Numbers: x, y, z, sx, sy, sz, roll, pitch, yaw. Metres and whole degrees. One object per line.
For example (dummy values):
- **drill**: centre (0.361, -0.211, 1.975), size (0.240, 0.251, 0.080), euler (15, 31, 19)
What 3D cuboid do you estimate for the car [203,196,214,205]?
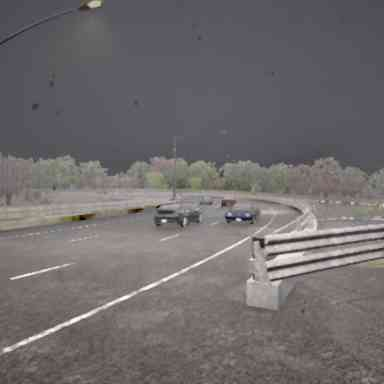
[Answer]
- **car**: centre (2.354, 1.348, 52.438), size (1.994, 1.385, 4.181), euler (0, 0, 4)

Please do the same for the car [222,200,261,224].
- **car**: centre (3.769, 1.506, 23.779), size (1.895, 1.301, 4.718), euler (0, 0, 19)

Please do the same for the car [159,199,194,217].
- **car**: centre (-1.344, 1.393, 31.016), size (1.812, 1.442, 4.674), euler (0, 0, 16)

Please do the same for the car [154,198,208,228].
- **car**: centre (-0.759, 1.413, 21.551), size (1.837, 1.490, 4.892), euler (0, 0, 20)

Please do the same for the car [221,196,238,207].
- **car**: centre (4.940, 1.301, 43.818), size (1.882, 1.535, 5.008), euler (0, 0, 9)
